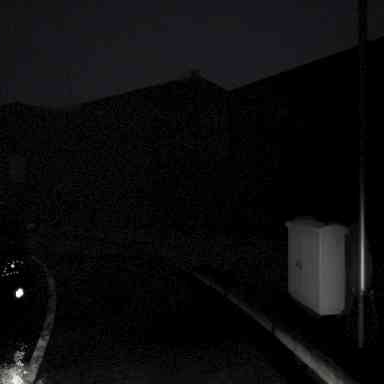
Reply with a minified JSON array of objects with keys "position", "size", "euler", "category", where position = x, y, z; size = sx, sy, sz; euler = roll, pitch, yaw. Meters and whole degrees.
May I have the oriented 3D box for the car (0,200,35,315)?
[{"position":[-4.780,1.219,7.311],"size":[2.150,2.045,5.566],"euler":[1,0,-27],"category":"car"}]
